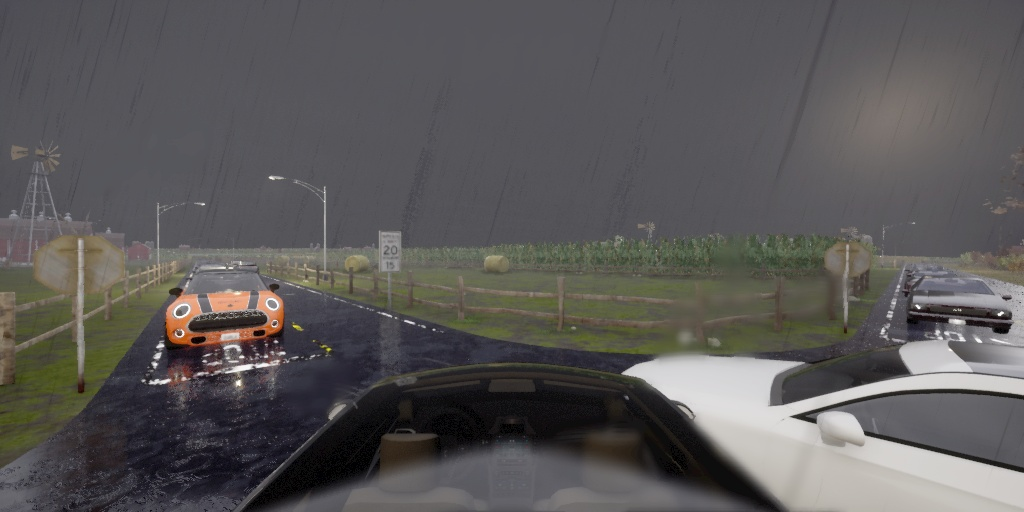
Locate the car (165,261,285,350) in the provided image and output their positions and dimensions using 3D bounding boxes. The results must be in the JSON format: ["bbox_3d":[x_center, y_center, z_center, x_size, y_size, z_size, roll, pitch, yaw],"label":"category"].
[{"bbox_3d":[-7.466,1.137,9.427,2.097,1.767,4.553,0,0,-39],"label":"car"}]

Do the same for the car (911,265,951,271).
[{"bbox_3d":[21.050,1.361,17.870,4.181,1.385,1.994,0,1,-43],"label":"car"}]

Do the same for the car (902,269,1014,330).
[{"bbox_3d":[13.642,1.333,11.163,5.357,1.411,2.033,0,1,-42],"label":"car"}]

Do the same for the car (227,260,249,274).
[{"bbox_3d":[-33.211,1.269,43.389,1.837,1.490,4.892,0,0,-41],"label":"car"}]

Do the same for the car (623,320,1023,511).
[{"bbox_3d":[2.861,1.293,2.215,1.812,1.442,4.674,0,1,-43],"label":"car"}]

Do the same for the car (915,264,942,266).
[{"bbox_3d":[28.690,1.305,24.777,4.902,1.511,2.128,0,1,-42],"label":"car"}]
